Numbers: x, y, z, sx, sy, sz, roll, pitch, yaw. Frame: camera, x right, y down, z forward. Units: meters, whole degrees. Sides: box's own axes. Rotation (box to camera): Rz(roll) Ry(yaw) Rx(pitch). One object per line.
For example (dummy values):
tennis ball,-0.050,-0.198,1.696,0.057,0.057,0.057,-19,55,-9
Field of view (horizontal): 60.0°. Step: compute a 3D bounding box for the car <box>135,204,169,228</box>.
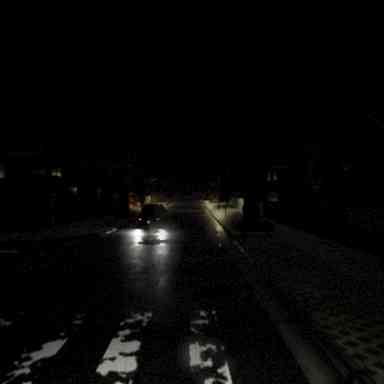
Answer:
car,-2.650,1.593,22.860,1.837,1.490,4.892,0,0,0
